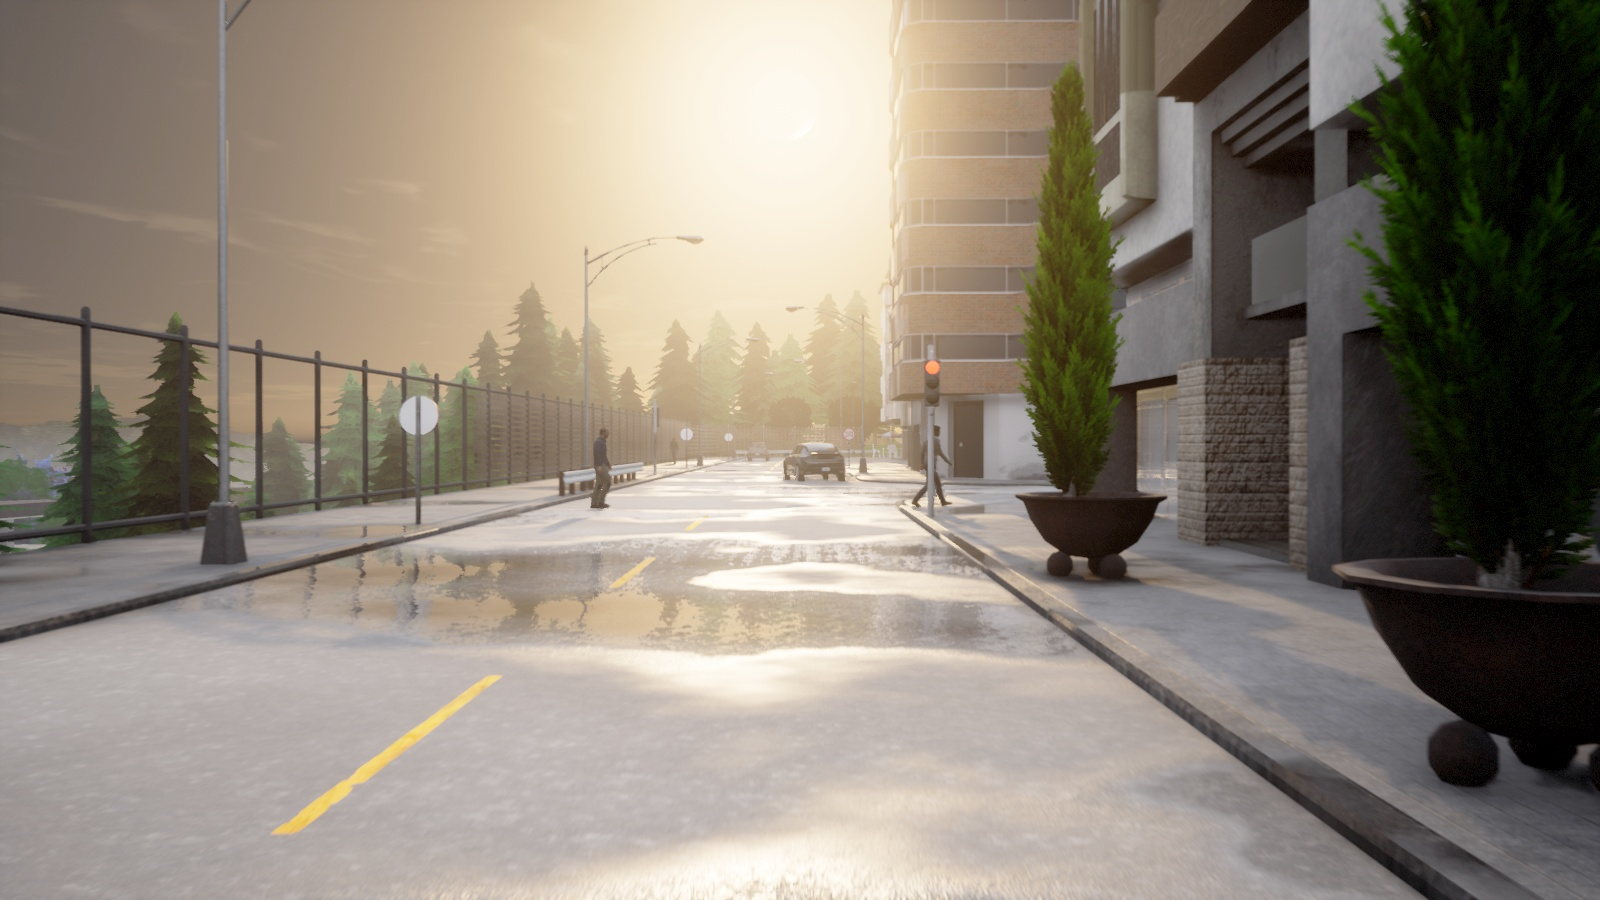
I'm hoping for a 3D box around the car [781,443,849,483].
[{"bbox_3d":[0.534,0.471,49.873,1.837,1.490,4.892,0,0,-10],"label":"car"}]

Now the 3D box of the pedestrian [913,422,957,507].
[{"bbox_3d":[2.868,0.307,26.747,0.869,1.805,0.328,0,0,-19],"label":"pedestrian"}]

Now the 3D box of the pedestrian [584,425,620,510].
[{"bbox_3d":[-4.338,0.381,27.585,0.726,1.842,0.402,0,0,0],"label":"pedestrian"}]

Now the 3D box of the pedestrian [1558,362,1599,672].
[{"bbox_3d":[5.174,0.416,7.879,0.402,1.930,0.666,0,0,-3],"label":"pedestrian"}]
